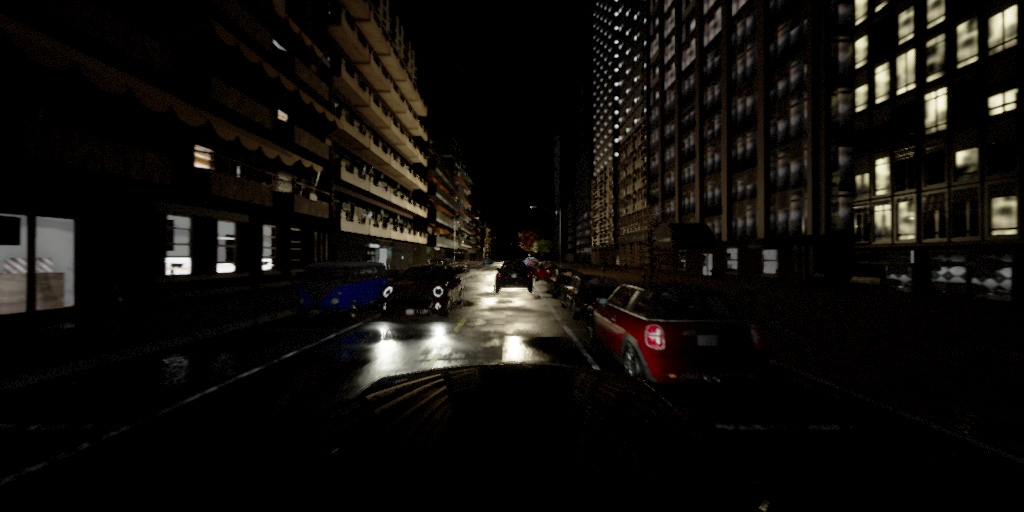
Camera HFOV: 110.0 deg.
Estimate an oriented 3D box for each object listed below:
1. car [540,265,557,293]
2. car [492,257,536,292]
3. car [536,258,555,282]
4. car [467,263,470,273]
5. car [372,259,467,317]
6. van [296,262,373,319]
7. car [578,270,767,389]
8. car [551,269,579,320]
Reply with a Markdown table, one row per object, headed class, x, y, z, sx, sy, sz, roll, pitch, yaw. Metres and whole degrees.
| class | x | y | z | sx | sy | sz | roll | pitch | yaw |
| --- | --- | --- | --- | --- | --- | --- | --- | --- | --- |
| car | 2.701 | 1.305 | 17.928 | 2.007 | 1.370 | 4.403 | 0 | 0 | 0 |
| car | 0.113 | 1.109 | 21.560 | 2.097 | 1.767 | 4.553 | 0 | 0 | 0 |
| car | 2.708 | 1.200 | 28.972 | 1.967 | 1.591 | 4.097 | 0 | 0 | 0 |
| car | -5.667 | 1.320 | 40.023 | 2.007 | 1.370 | 4.403 | 0 | 0 | 0 |
| car | -3.082 | 1.106 | 13.083 | 2.097 | 1.767 | 4.553 | 0 | 0 | 0 |
| van | -5.683 | 1.095 | 12.410 | 1.690 | 1.789 | 3.998 | 0 | 0 | 0 |
| car | 2.695 | 1.191 | 6.881 | 1.967 | 1.591 | 4.097 | 0 | 0 | 0 |
| car | 2.698 | 1.304 | 12.404 | 2.007 | 1.370 | 4.403 | 0 | 0 | 0 |
